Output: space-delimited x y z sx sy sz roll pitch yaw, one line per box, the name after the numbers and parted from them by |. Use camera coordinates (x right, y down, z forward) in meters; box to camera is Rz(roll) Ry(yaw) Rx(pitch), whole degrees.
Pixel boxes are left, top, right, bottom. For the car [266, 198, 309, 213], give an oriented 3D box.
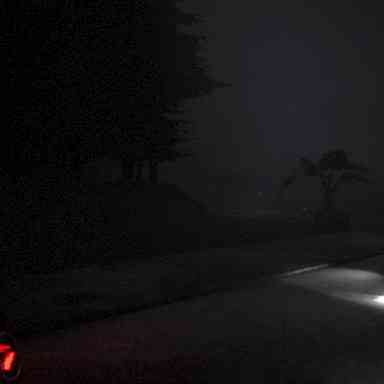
10.255 1.474 36.177 1.837 1.490 4.892 0 0 -35 | car

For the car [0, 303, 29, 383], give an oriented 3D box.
-3.570 1.353 2.052 4.553 1.767 2.097 0 0 -35 | car
